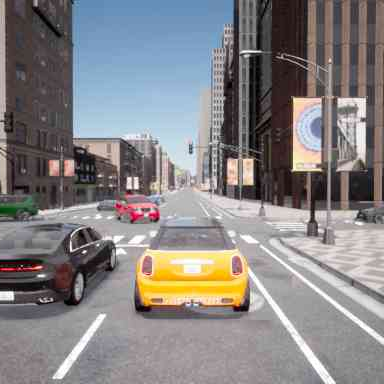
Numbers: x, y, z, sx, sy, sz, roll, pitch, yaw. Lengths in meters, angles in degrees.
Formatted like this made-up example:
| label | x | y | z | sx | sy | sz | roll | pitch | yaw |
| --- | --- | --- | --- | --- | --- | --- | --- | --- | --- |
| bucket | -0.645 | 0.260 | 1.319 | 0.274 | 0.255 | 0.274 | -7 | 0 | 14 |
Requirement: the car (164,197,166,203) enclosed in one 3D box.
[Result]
| label | x | y | z | sx | sy | sz | roll | pitch | yaw |
| --- | --- | --- | --- | --- | --- | --- | --- | --- | --- |
| car | -6.510 | 1.548 | 69.045 | 2.128 | 1.511 | 4.902 | 0 | 0 | 0 |

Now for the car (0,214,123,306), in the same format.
| label | x | y | z | sx | sy | sz | roll | pitch | yaw |
| --- | --- | --- | --- | --- | --- | --- | --- | --- | --- |
| car | -3.155 | 1.504 | 8.023 | 1.837 | 1.490 | 4.892 | 0 | 0 | 0 |

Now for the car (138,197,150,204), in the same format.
| label | x | y | z | sx | sy | sz | roll | pitch | yaw |
| --- | --- | --- | --- | --- | --- | --- | --- | --- | --- |
| car | -9.762 | 1.631 | 68.037 | 1.895 | 1.301 | 4.718 | 0 | 0 | 0 |

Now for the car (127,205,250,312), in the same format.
| label | x | y | z | sx | sy | sz | roll | pitch | yaw |
| --- | --- | --- | --- | --- | --- | --- | --- | --- | --- |
| car | 0.009 | 1.351 | 7.878 | 2.097 | 1.767 | 4.553 | 0 | 0 | 0 |

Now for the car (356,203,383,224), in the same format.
| label | x | y | z | sx | sy | sz | roll | pitch | yaw |
| --- | --- | --- | --- | --- | --- | --- | --- | --- | --- |
| car | 13.982 | 1.470 | 23.549 | 4.181 | 1.385 | 1.994 | 0 | 1 | 0 |

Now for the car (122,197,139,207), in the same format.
| label | x | y | z | sx | sy | sz | roll | pitch | yaw |
| --- | --- | --- | --- | --- | --- | --- | --- | --- | --- |
| car | -9.849 | 1.590 | 53.310 | 1.994 | 1.385 | 4.181 | 0 | 0 | 0 |

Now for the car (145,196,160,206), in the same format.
| label | x | y | z | sx | sy | sz | roll | pitch | yaw |
| --- | --- | --- | --- | --- | --- | --- | --- | --- | --- |
| car | -6.594 | 1.505 | 55.600 | 1.882 | 1.535 | 5.008 | 0 | 0 | 0 |

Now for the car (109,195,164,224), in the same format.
| label | x | y | z | sx | sy | sz | roll | pitch | yaw |
| --- | --- | --- | --- | --- | --- | --- | --- | --- | --- |
| car | -4.360 | 1.230 | 25.253 | 2.150 | 2.045 | 5.566 | -1 | 0 | -26 |

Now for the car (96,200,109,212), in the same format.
| label | x | y | z | sx | sy | sz | roll | pitch | yaw |
| --- | --- | --- | --- | --- | --- | --- | --- | --- | --- |
| car | -9.857 | 1.583 | 39.366 | 1.994 | 1.385 | 4.181 | 0 | 0 | 0 |

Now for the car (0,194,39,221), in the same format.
| label | x | y | z | sx | sy | sz | roll | pitch | yaw |
| --- | --- | --- | --- | --- | --- | --- | --- | --- | --- |
| car | -14.651 | 1.225 | 25.255 | 5.566 | 2.045 | 2.150 | 0 | 2 | -33 |

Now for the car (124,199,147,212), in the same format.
| label | x | y | z | sx | sy | sz | roll | pitch | yaw |
| --- | --- | --- | --- | --- | --- | --- | --- | --- | --- |
| car | -6.604 | 1.583 | 39.535 | 1.994 | 1.385 | 4.181 | 0 | 0 | 0 |
